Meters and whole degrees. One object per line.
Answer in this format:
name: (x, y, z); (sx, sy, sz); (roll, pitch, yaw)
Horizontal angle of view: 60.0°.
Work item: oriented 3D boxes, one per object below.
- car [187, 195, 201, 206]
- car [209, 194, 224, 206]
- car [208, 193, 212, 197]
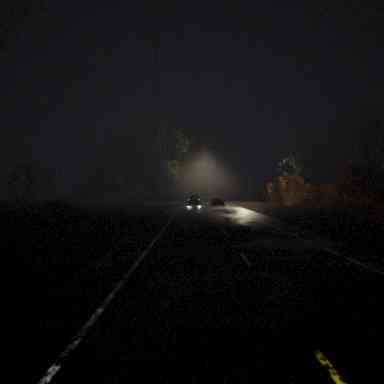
car: (0.385, 1.262, 53.336); (2.097, 1.767, 4.553); (0, 0, 2)
car: (4.025, 1.487, 52.528); (1.994, 1.385, 4.181); (0, 0, 2)
car: (4.700, 1.424, 70.373); (1.994, 1.385, 4.181); (0, 0, 3)
